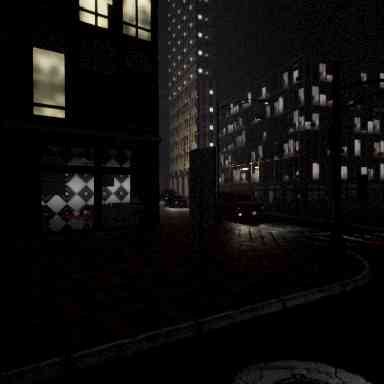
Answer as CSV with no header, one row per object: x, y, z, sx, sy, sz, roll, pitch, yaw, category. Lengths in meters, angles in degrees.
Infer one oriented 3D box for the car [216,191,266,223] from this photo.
3.186,0.993,24.235,2.150,2.045,5.566,-1,1,-19,car

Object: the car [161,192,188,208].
-1.876,1.060,39.130,1.837,1.490,4.892,-1,1,-19,car

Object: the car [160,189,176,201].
-4.035,0.537,54.629,2.150,2.045,5.566,-1,1,-18,car
